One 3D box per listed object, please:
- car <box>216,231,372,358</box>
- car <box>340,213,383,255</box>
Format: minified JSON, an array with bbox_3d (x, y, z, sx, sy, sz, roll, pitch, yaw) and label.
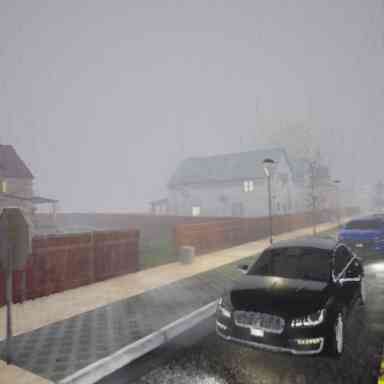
[{"bbox_3d":[2.232,1.768,6.653,1.837,1.490,4.892,-4,-4,33],"label":"car"},{"bbox_3d":[8.294,1.982,15.867,1.882,1.535,5.008,-4,-3,33],"label":"car"}]
